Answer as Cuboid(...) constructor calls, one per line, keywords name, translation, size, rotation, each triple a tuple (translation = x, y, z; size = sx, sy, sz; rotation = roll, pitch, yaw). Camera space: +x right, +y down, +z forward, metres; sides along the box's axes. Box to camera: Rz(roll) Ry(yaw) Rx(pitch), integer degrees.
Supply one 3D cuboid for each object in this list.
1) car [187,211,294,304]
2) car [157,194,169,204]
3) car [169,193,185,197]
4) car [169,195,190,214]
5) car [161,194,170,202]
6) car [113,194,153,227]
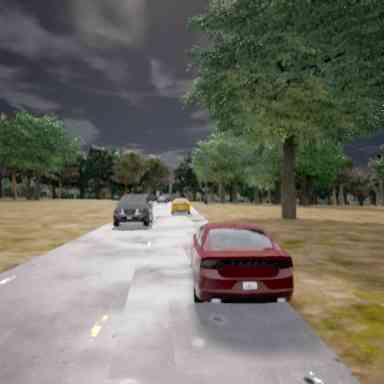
Cuboid(name="car", translation=(0.933, 1.448, 8.185), size=(1.882, 1.535, 5.008), rotation=(0, 0, -1))
Cuboid(name="car", translation=(-5.705, 1.601, 63.719), size=(2.033, 1.411, 5.357), rotation=(0, 0, -2))
Cuboid(name="car", translation=(-1.773, 1.195, 46.392), size=(2.150, 2.045, 5.566), rotation=(0, 0, -3))
Cuboid(name="car", translation=(-1.183, 1.420, 34.499), size=(1.882, 1.535, 5.008), rotation=(0, 0, -3))
Cuboid(name="car", translation=(-6.576, 1.523, 82.951), size=(2.150, 2.045, 5.566), rotation=(0, -1, -3))
Cuboid(name="car", translation=(-3.804, 1.156, 22.318), size=(2.150, 2.045, 5.566), rotation=(0, 0, -3))
